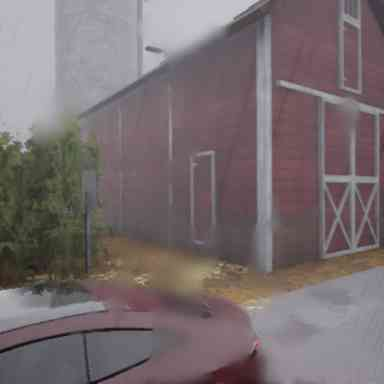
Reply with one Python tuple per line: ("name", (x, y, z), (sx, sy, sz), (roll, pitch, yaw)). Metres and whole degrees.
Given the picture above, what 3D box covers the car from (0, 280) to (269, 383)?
("car", (-1.427, 1.526, 2.455), (4.674, 1.442, 1.812), (0, 0, -35))
